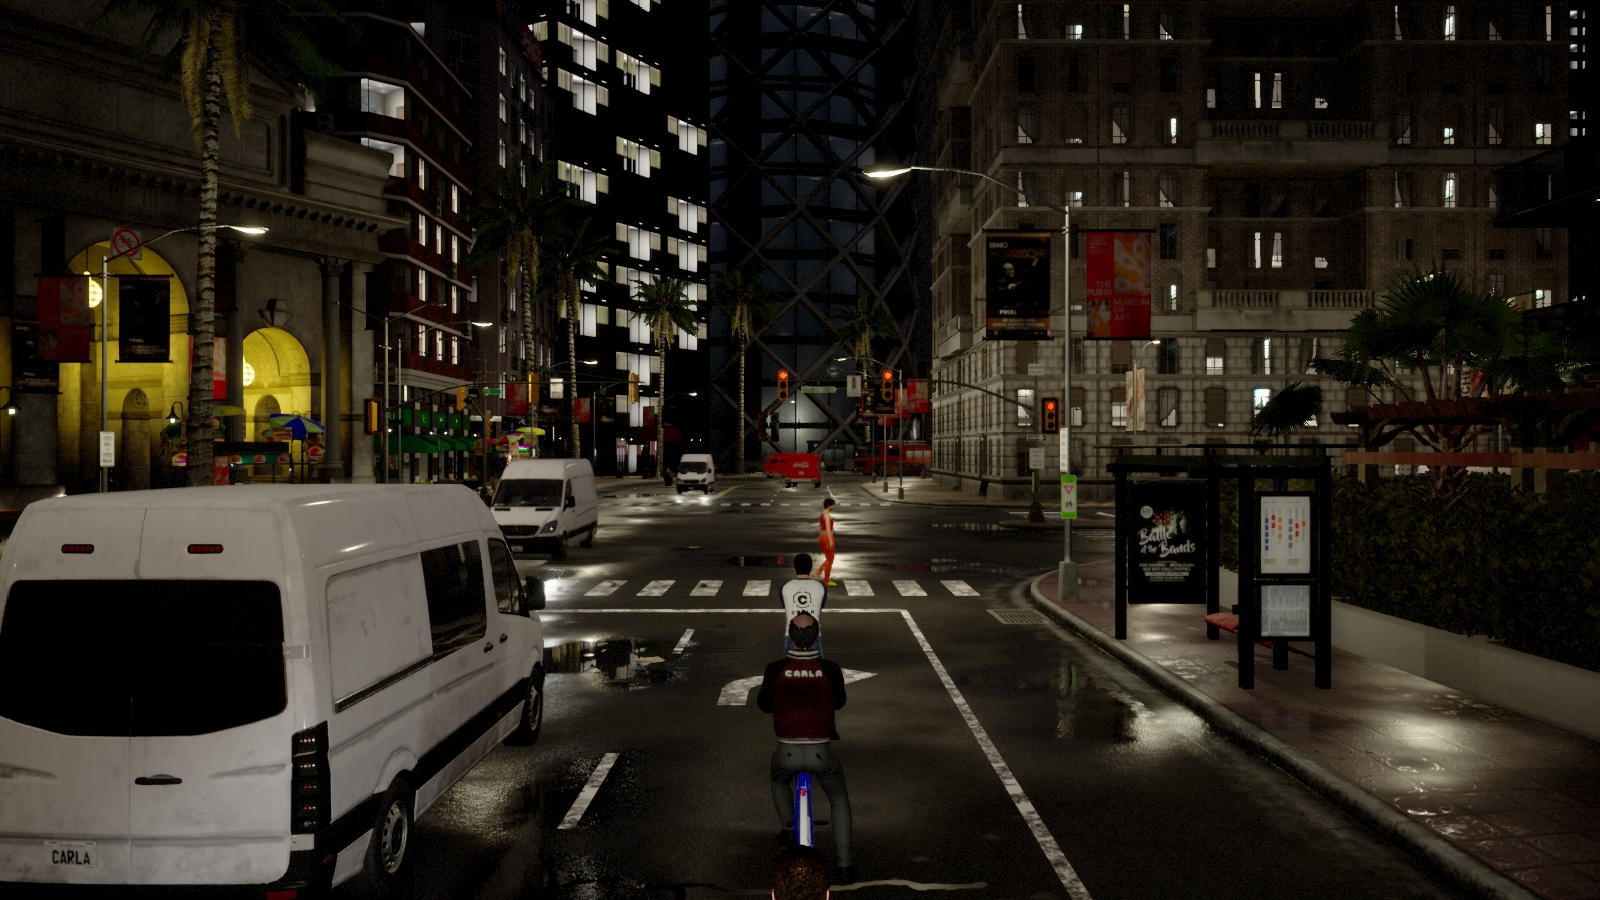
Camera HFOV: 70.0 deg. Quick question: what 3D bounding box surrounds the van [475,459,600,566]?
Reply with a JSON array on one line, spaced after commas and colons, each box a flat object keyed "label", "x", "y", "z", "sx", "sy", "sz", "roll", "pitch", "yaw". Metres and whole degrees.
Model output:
[{"label": "van", "x": -6.915, "y": 1.534, "z": 30.787, "sx": 1.988, "sy": 2.561, "sz": 5.915, "roll": 0, "pitch": 0, "yaw": 0}]

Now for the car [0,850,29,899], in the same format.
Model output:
[{"label": "car", "x": -3.487, "y": 2.120, "z": 2.971, "sx": 1.481, "sy": 1.376, "sz": 2.207, "roll": 0, "pitch": 0, "yaw": 0}]

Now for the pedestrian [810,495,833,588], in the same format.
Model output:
[{"label": "pedestrian", "x": 0.438, "y": 1.849, "z": 23.245, "sx": 0.375, "sy": 1.860, "sz": 0.375, "roll": 0, "pitch": 0, "yaw": -17}]

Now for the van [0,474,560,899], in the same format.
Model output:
[{"label": "van", "x": -3.525, "y": 1.534, "z": 8.973, "sx": 1.988, "sy": 2.561, "sz": 5.915, "roll": 0, "pitch": 0, "yaw": 0}]

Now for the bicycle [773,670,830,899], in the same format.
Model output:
[{"label": "bicycle", "x": 0.008, "y": 2.210, "z": 7.501, "sx": 0.329, "sy": 1.171, "sz": 1.835, "roll": 0, "pitch": 0, "yaw": 0}]

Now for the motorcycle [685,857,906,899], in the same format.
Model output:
[{"label": "motorcycle", "x": -0.018, "y": 2.213, "z": 3.585, "sx": 0.803, "sy": 1.145, "sz": 2.033, "roll": 0, "pitch": 0, "yaw": 0}]
